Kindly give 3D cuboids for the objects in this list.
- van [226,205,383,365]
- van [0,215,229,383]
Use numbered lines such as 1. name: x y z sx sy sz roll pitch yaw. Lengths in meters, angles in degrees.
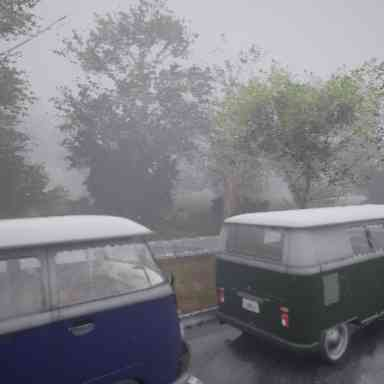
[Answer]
1. van: 2.576 1.262 5.814 4.442 1.987 1.878 -1 -1 -35
2. van: -2.030 1.246 2.663 4.442 1.987 1.878 -1 -1 -36
